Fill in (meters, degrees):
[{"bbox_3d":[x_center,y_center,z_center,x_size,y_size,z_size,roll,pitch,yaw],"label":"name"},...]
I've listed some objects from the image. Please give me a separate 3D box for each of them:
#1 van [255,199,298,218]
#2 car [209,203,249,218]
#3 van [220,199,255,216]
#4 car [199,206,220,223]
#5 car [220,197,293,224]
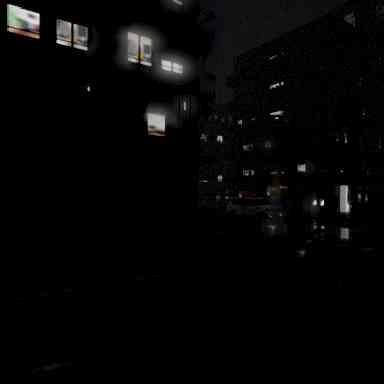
[{"bbox_3d":[8.469,1.602,33.584,1.690,1.788,3.998,-1,0,-36],"label":"van"},{"bbox_3d":[3.876,1.890,35.466,1.994,1.385,4.181,0,-1,-36],"label":"car"},{"bbox_3d":[5.146,1.676,38.094,1.690,1.788,3.998,-1,0,-36],"label":"van"},{"bbox_3d":[1.738,1.874,28.655,1.802,1.307,4.206,-1,0,-36],"label":"car"},{"bbox_3d":[5.299,1.470,28.144,2.150,2.045,5.566,0,0,-36],"label":"car"}]
